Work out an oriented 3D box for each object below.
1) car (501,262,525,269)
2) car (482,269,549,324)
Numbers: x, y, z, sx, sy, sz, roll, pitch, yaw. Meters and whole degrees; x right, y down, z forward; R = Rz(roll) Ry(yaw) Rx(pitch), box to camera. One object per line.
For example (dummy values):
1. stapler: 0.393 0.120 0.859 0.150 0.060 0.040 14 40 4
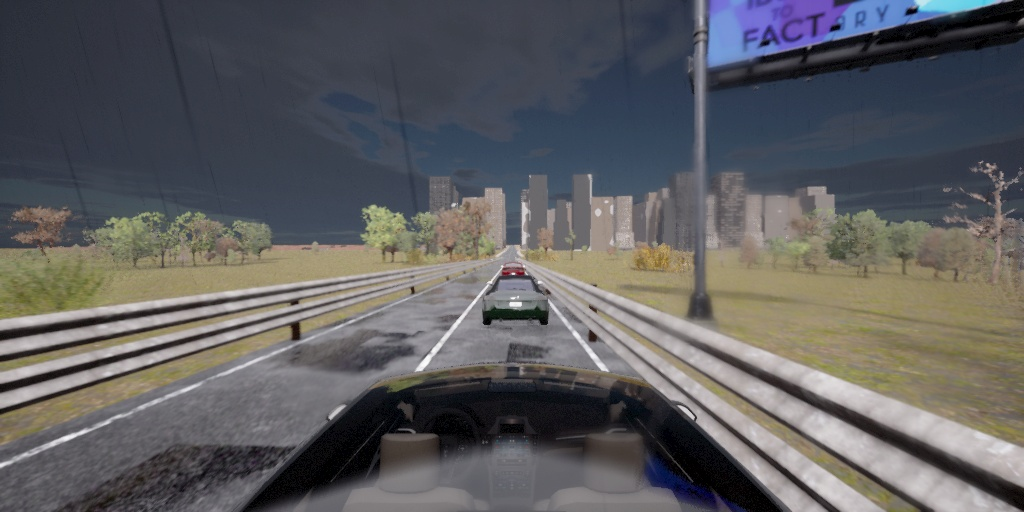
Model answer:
1. car: 0.102 1.217 30.184 1.882 1.535 5.008 0 0 0
2. car: 0.101 1.310 11.975 1.994 1.385 4.181 0 0 0
